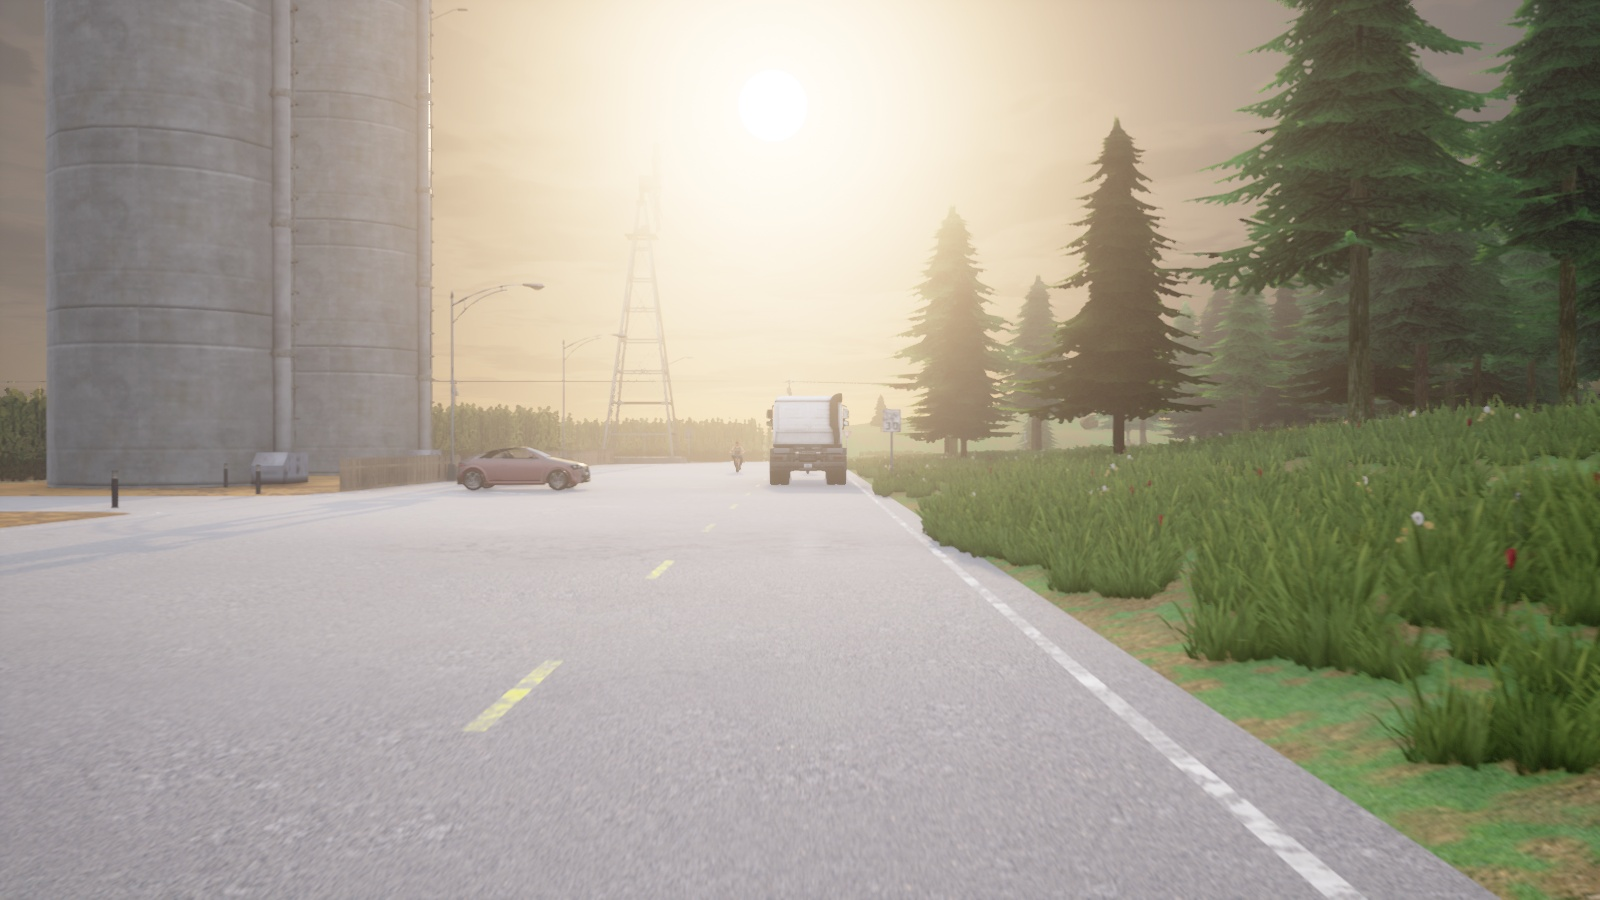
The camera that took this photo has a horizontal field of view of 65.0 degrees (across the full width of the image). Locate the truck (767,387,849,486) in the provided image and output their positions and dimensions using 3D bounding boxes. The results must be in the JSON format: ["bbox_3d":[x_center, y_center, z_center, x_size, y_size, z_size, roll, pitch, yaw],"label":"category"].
[{"bbox_3d":[0.299,-0.505,47.944,2.891,3.462,7.936,0,0,0],"label":"truck"}]
